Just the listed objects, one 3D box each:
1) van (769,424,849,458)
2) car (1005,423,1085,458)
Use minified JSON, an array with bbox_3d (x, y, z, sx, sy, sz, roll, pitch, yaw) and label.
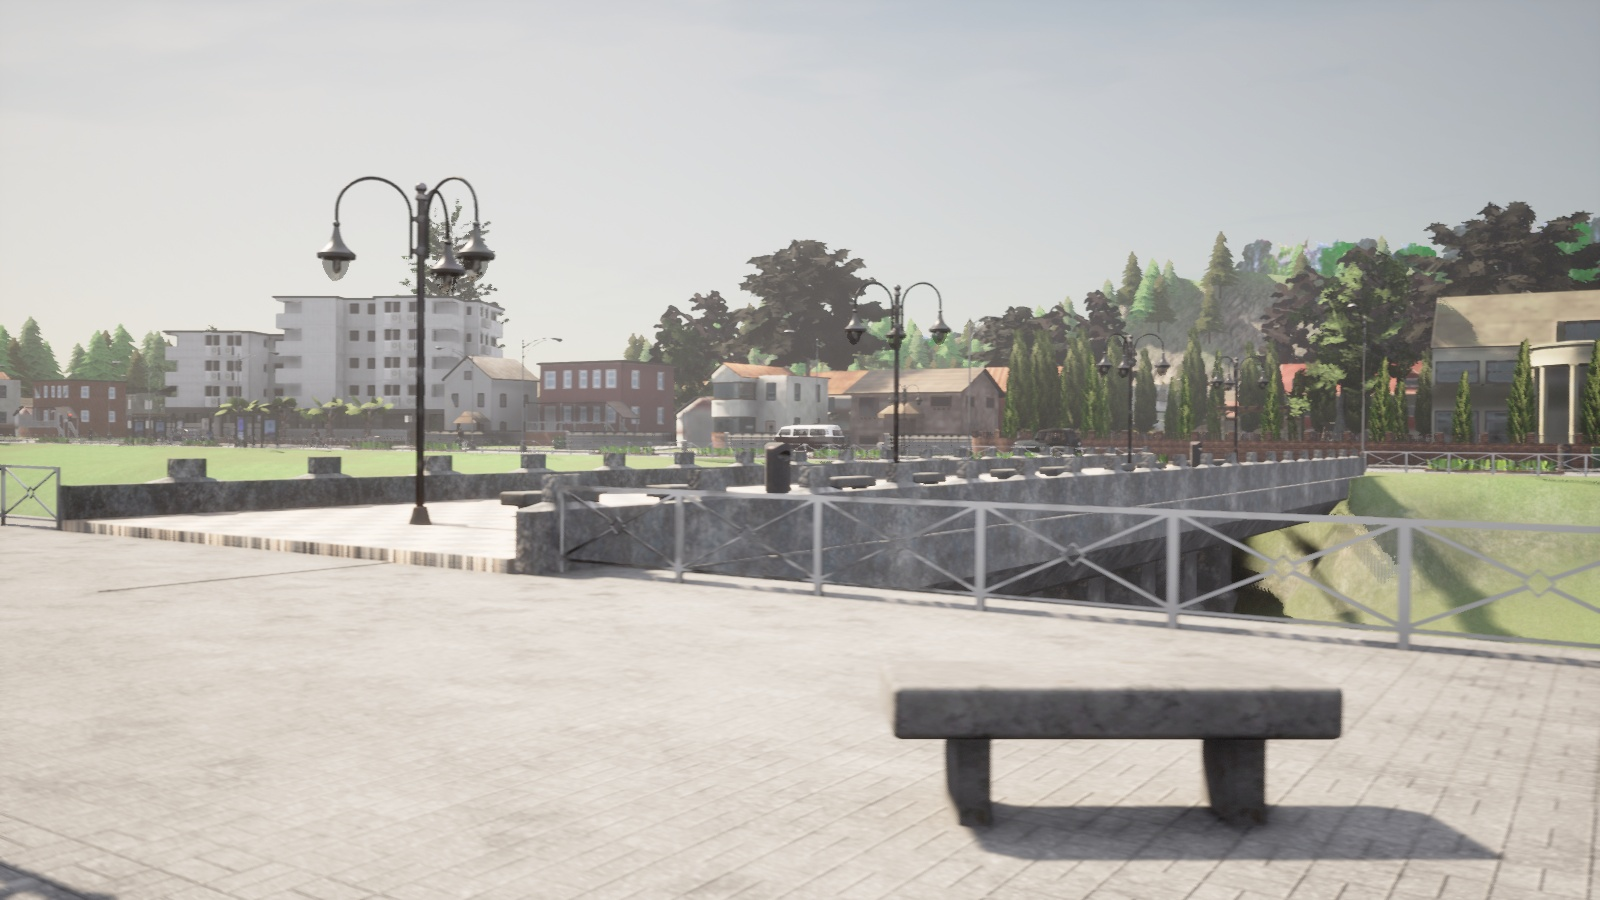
[{"bbox_3d":[0.541,-0.546,77.678,4.480,2.038,2.069,0,1,33],"label":"van"},{"bbox_3d":[13.500,-0.499,69.152,3.866,1.878,1.905,0,1,33],"label":"car"}]
